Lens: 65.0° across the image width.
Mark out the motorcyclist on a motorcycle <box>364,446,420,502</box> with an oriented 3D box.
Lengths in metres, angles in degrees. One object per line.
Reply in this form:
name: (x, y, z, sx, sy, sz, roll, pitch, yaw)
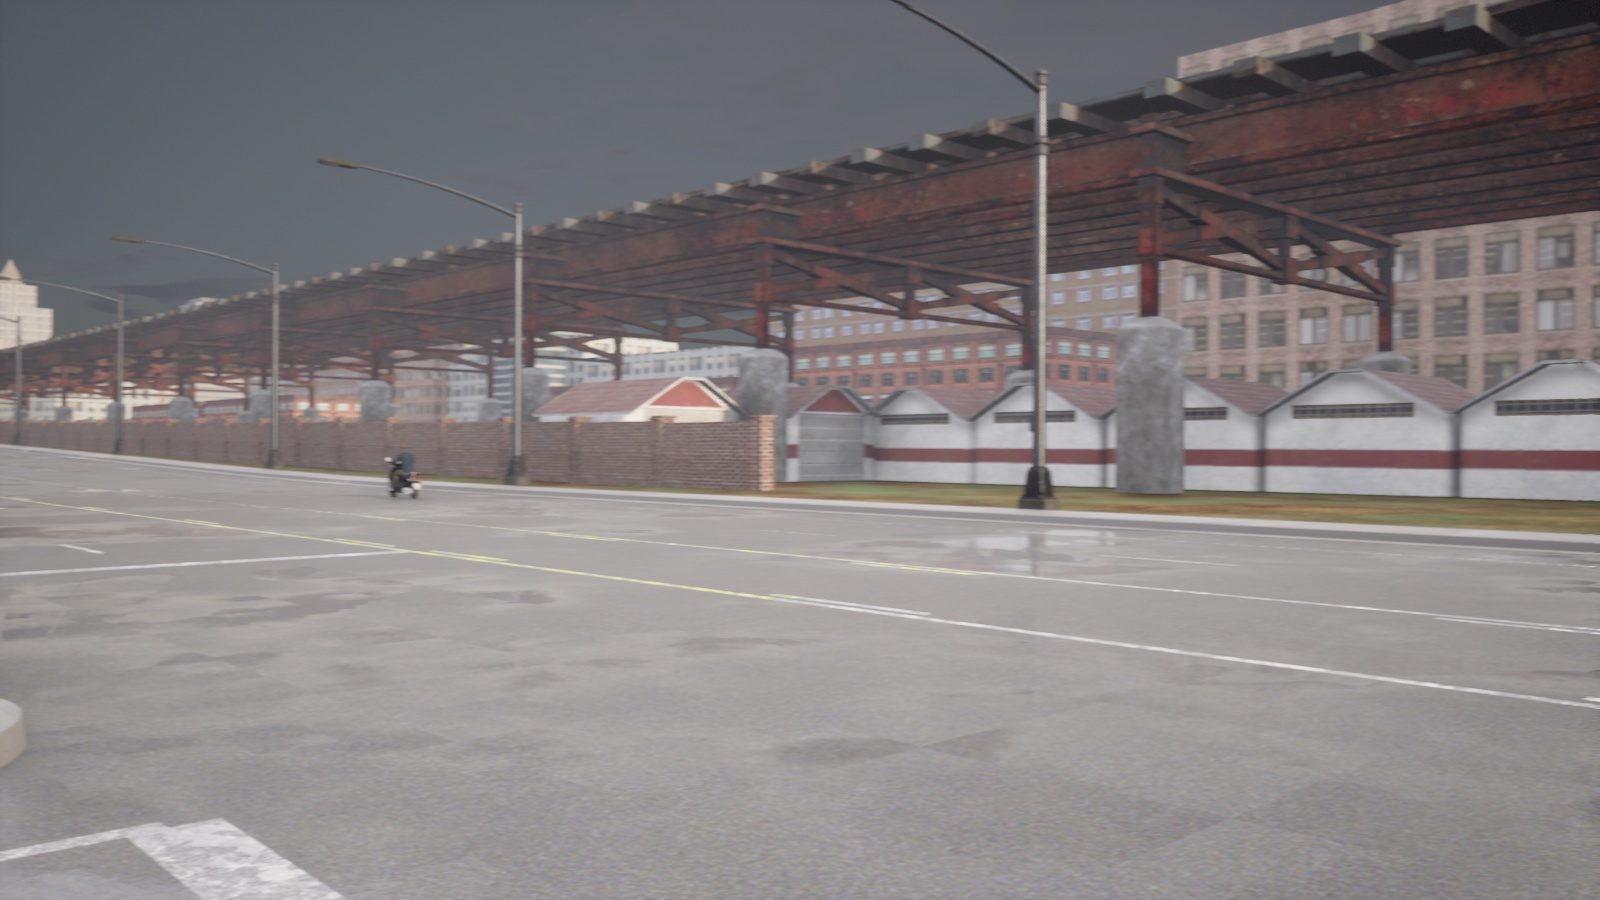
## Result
motorcyclist on a motorcycle: (-12.107, 0.693, 37.205, 0.866, 1.590, 1.817, 0, 0, -44)
